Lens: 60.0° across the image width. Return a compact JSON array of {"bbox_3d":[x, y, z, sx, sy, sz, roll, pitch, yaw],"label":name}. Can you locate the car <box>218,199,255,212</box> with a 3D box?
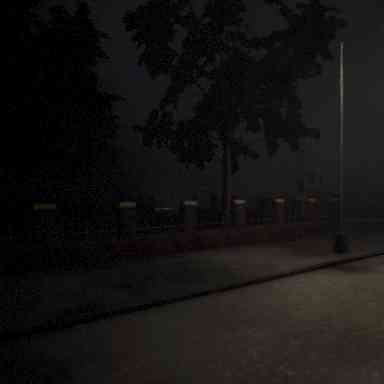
[{"bbox_3d":[4.056,1.427,33.204,1.882,1.535,5.008,0,0,-35],"label":"car"}]

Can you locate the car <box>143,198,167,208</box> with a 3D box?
[{"bbox_3d":[-5.267,1.488,46.529,1.994,1.385,4.181,0,0,-35],"label":"car"}]

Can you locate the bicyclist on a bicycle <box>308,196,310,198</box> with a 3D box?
[{"bbox_3d":[12.601,1.281,35.656,1.656,1.620,0.582,-1,0,-35],"label":"bicyclist on a bicycle"}]
